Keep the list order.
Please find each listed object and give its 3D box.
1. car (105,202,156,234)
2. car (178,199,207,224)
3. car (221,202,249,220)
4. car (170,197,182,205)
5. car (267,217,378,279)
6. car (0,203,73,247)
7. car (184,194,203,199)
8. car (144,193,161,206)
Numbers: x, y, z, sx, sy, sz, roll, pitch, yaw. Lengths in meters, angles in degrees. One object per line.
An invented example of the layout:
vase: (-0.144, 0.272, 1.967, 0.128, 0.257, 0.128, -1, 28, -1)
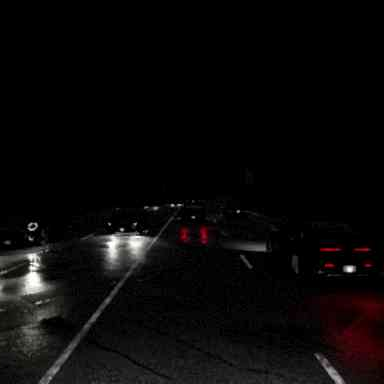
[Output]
car: (-3.595, 1.555, 19.752, 2.033, 1.411, 5.357, 0, 0, 0)
car: (0.116, 1.536, 24.938, 1.812, 1.442, 4.674, 0, 0, 0)
car: (3.606, 1.559, 28.379, 2.033, 1.411, 5.357, 0, 0, 0)
car: (-2.847, 1.572, 61.561, 2.033, 1.411, 5.357, 0, 0, 4)
car: (3.604, 1.509, 10.020, 1.837, 1.490, 4.892, 0, 0, 0)
car: (-7.095, 1.358, 15.054, 2.097, 1.767, 4.553, 0, 0, 0)
car: (0.165, 1.239, 43.011, 2.150, 2.045, 5.566, 0, 0, 1)
car: (-6.641, 1.241, 56.716, 2.150, 2.045, 5.566, 0, 0, 3)
